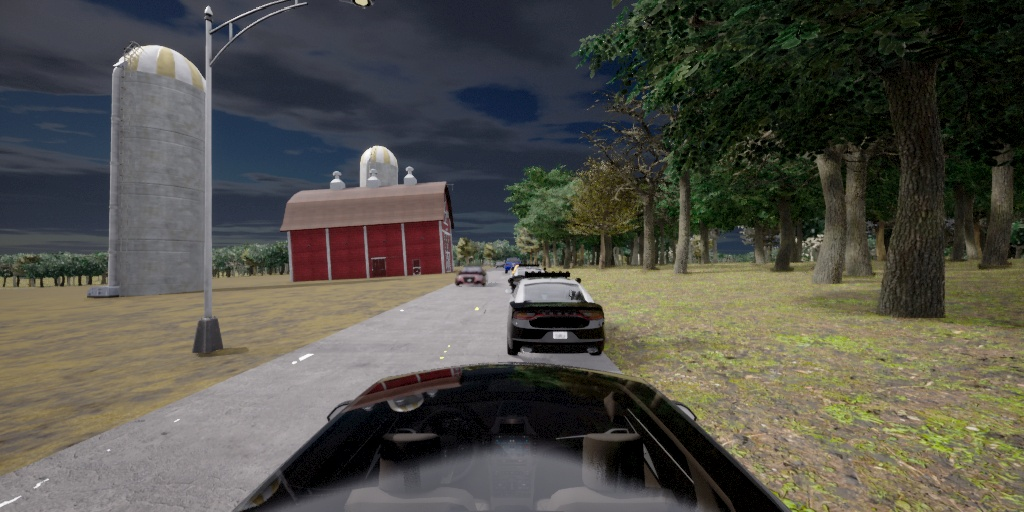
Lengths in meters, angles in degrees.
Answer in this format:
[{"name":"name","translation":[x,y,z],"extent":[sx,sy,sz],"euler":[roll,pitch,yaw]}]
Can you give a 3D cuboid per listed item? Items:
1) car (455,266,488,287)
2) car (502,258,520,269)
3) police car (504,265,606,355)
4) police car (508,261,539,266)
[{"name":"car","translation":[-2.768,1.413,25.264],"extent":[1.994,1.385,4.181],"euler":[0,0,0]},{"name":"car","translation":[0.200,1.261,47.317],"extent":[2.150,2.045,5.566],"euler":[0,0,0]},{"name":"police car","translation":[0.850,1.187,8.837],"extent":[1.930,1.638,5.238],"euler":[0,0,0]},{"name":"police car","translation":[0.885,1.230,18.840],"extent":[1.930,1.638,5.238],"euler":[0,0,0]}]
